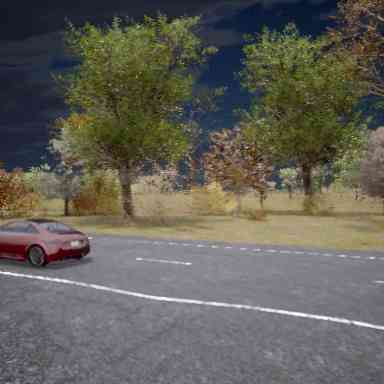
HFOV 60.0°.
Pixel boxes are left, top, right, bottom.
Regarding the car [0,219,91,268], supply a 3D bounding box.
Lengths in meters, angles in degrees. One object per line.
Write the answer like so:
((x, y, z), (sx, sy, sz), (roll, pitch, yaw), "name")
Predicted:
((-5.528, 1.596, 11.274), (4.181, 1.385, 1.994), (0, -2, 23), "car")
